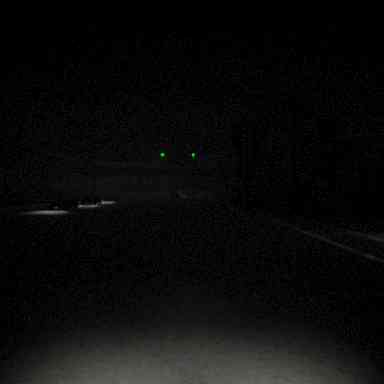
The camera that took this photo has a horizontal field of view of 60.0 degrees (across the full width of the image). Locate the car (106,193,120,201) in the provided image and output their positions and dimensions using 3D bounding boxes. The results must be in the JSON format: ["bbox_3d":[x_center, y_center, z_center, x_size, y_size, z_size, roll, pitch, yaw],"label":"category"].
[{"bbox_3d":[-14.039,0.834,58.081,1.895,1.301,4.718,0,1,0],"label":"car"}]

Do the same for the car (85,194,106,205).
[{"bbox_3d":[-14.101,1.002,47.109,1.812,1.442,4.674,0,1,0],"label":"car"}]

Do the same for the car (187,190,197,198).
[{"bbox_3d":[-0.033,0.484,68.795,1.812,1.442,4.674,0,2,0],"label":"car"}]

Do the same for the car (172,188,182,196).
[{"bbox_3d":[-3.538,0.062,78.433,2.097,1.767,4.553,0,2,0],"label":"car"}]

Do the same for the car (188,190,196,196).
[{"bbox_3d":[-0.038,0.218,78.919,1.812,1.442,4.674,0,2,0],"label":"car"}]

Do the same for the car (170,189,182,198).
[{"bbox_3d":[-3.532,0.453,68.198,1.882,1.535,5.008,0,2,0],"label":"car"}]

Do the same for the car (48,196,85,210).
[{"bbox_3d":[-14.120,1.202,37.153,2.033,1.411,5.357,0,1,0],"label":"car"}]
